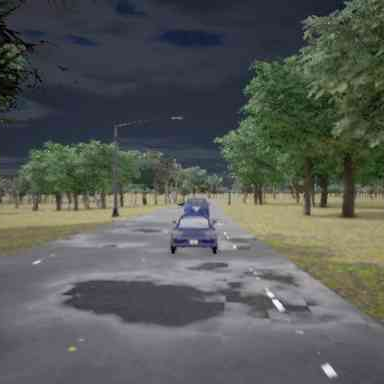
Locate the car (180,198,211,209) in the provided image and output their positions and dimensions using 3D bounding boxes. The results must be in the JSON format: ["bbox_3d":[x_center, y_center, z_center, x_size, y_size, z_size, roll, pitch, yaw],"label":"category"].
[{"bbox_3d":[0.435,1.489,28.939,2.150,2.045,5.566,0,0,2],"label":"car"}]

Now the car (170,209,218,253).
[{"bbox_3d":[0.104,1.661,14.338,1.812,1.442,4.674,0,0,1],"label":"car"}]

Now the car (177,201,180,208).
[{"bbox_3d":[-1.590,2.174,60.175,1.895,1.301,4.718,0,-1,4],"label":"car"}]
